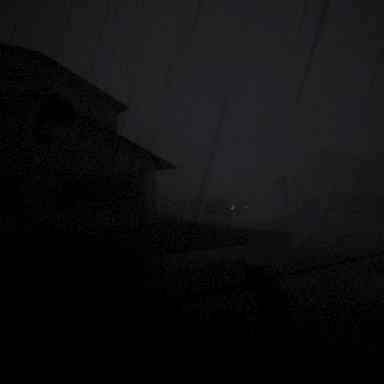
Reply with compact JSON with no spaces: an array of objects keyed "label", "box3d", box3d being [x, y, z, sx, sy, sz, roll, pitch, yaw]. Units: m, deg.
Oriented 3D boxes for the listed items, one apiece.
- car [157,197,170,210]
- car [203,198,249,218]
[{"label":"car","box3d":[-4.534,1.328,41.102,2.097,1.767,4.553,0,0,-35]},{"label":"car","box3d":[3.029,1.329,30.369,2.097,1.767,4.553,0,0,-36]}]
